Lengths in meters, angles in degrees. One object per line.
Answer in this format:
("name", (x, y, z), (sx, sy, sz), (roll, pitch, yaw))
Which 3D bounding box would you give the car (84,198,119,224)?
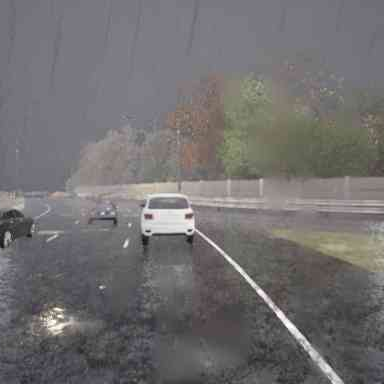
("car", (-6.110, 1.361, 23.086), (2.033, 1.411, 5.357), (0, 1, -13))

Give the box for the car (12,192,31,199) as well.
("car", (-39.076, 0.791, 75.390), (4.892, 1.490, 1.837), (0, 1, 42))

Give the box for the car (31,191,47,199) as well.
("car", (-36.594, 0.613, 77.858), (4.553, 1.767, 2.097), (0, 1, 42))

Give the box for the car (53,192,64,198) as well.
("car", (-32.248, 0.695, 80.201), (1.882, 1.535, 5.008), (-1, 1, -32))

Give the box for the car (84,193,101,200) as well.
("car", (-17.901, 0.877, 59.977), (2.097, 1.767, 4.553), (-1, 1, -32))

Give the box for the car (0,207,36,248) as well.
("car", (-8.179, 1.410, 14.078), (1.837, 1.490, 4.892), (0, 1, -8))

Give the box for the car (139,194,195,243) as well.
("car", (-1.225, 1.084, 15.401), (2.150, 2.045, 5.566), (0, 0, -8))
